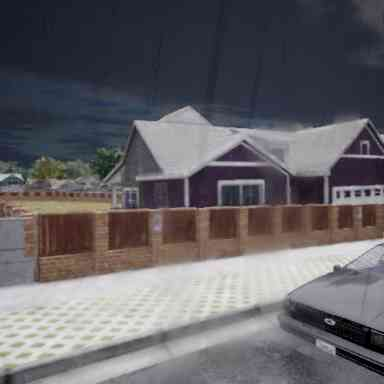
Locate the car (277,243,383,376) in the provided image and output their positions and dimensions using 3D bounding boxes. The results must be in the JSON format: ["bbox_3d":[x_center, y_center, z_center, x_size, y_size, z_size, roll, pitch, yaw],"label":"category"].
[{"bbox_3d":[3.914,1.561,5.587,5.357,1.411,2.033,0,0,-33],"label":"car"}]
